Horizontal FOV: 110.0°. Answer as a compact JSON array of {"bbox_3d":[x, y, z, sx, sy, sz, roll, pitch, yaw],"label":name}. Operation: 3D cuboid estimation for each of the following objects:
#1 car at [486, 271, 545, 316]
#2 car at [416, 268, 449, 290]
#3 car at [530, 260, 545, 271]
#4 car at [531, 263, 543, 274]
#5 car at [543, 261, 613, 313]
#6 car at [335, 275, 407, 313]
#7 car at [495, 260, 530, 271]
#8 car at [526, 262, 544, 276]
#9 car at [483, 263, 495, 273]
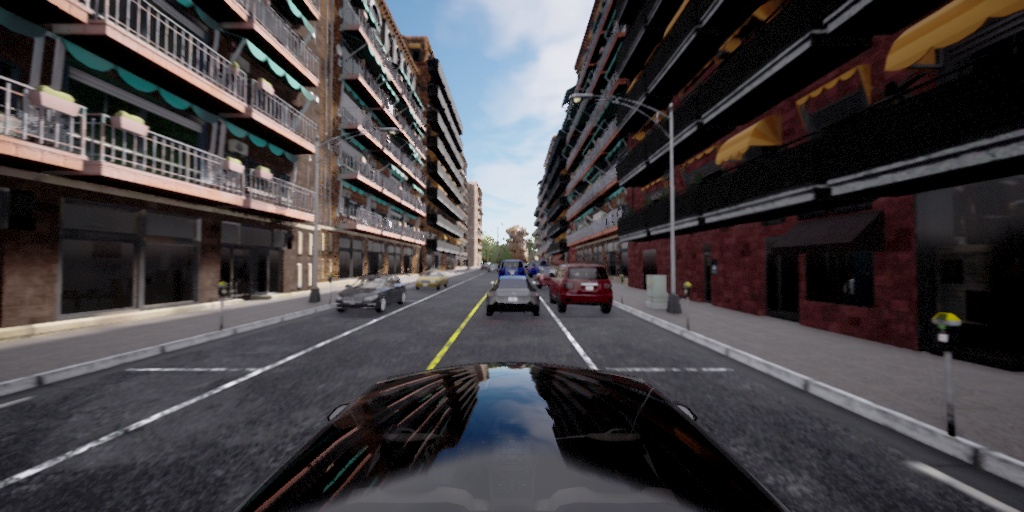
[{"bbox_3d":[0.051,1.481,14.350,1.994,1.385,4.181,0,-1,1],"label":"car"},{"bbox_3d":[-5.682,1.596,25.886,1.751,1.417,4.829,0,0,0],"label":"car"},{"bbox_3d":[3.119,1.521,42.756,2.150,2.045,5.566,0,-1,0],"label":"car"},{"bbox_3d":[2.698,1.510,26.020,1.967,1.591,4.097,0,0,0],"label":"car"},{"bbox_3d":[2.696,1.238,14.884,2.192,1.841,5.009,0,0,0],"label":"car"},{"bbox_3d":[-5.685,1.474,14.920,2.007,1.370,4.403,0,0,0],"label":"car"},{"bbox_3d":[0.041,1.321,28.127,2.150,2.045,5.566,0,-1,1],"label":"car"},{"bbox_3d":[3.127,1.738,49.694,2.097,1.767,4.553,0,-1,0],"label":"car"},{"bbox_3d":[-3.045,1.996,58.616,2.128,1.511,4.902,0,-1,0],"label":"car"}]
